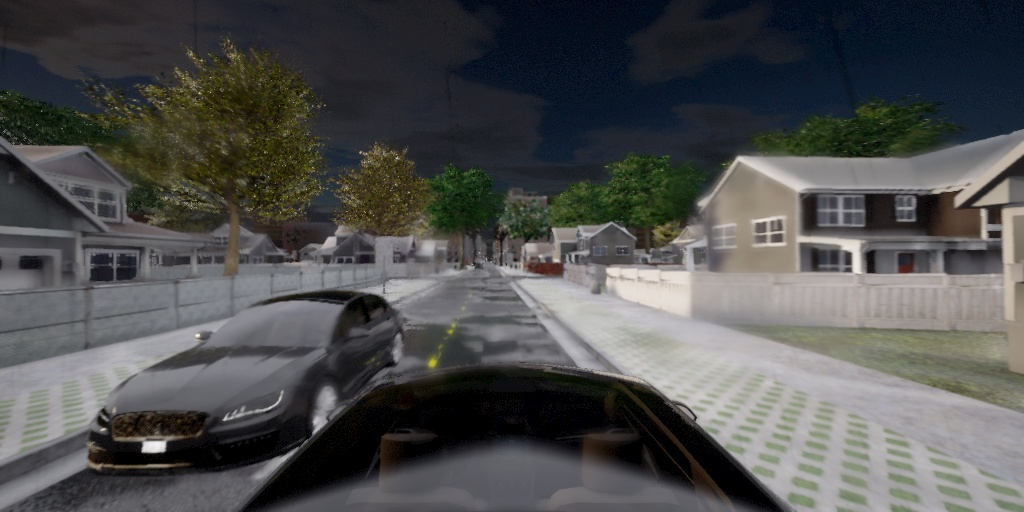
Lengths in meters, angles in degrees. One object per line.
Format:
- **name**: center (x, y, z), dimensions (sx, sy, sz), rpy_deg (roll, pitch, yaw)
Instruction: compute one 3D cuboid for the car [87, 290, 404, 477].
- **car**: center (-2.987, 1.321, 5.326), dimensions (1.837, 1.490, 4.892), rpy_deg (0, -1, -2)
